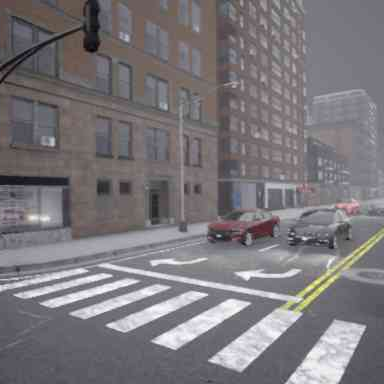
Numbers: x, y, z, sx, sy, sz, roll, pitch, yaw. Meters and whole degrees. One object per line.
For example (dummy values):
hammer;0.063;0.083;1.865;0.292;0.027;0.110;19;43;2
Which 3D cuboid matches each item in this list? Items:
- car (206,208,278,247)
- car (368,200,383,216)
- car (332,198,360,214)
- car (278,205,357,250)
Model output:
car;2.578;1.561;15.903;1.882;1.535;5.008;-1;0;36
car;18.250;1.542;32.015;1.812;1.442;4.674;-1;-1;36
car;15.636;1.412;33.947;2.097;1.767;4.553;-1;-1;36
car;5.735;1.543;14.723;1.837;1.490;4.892;-1;0;36
